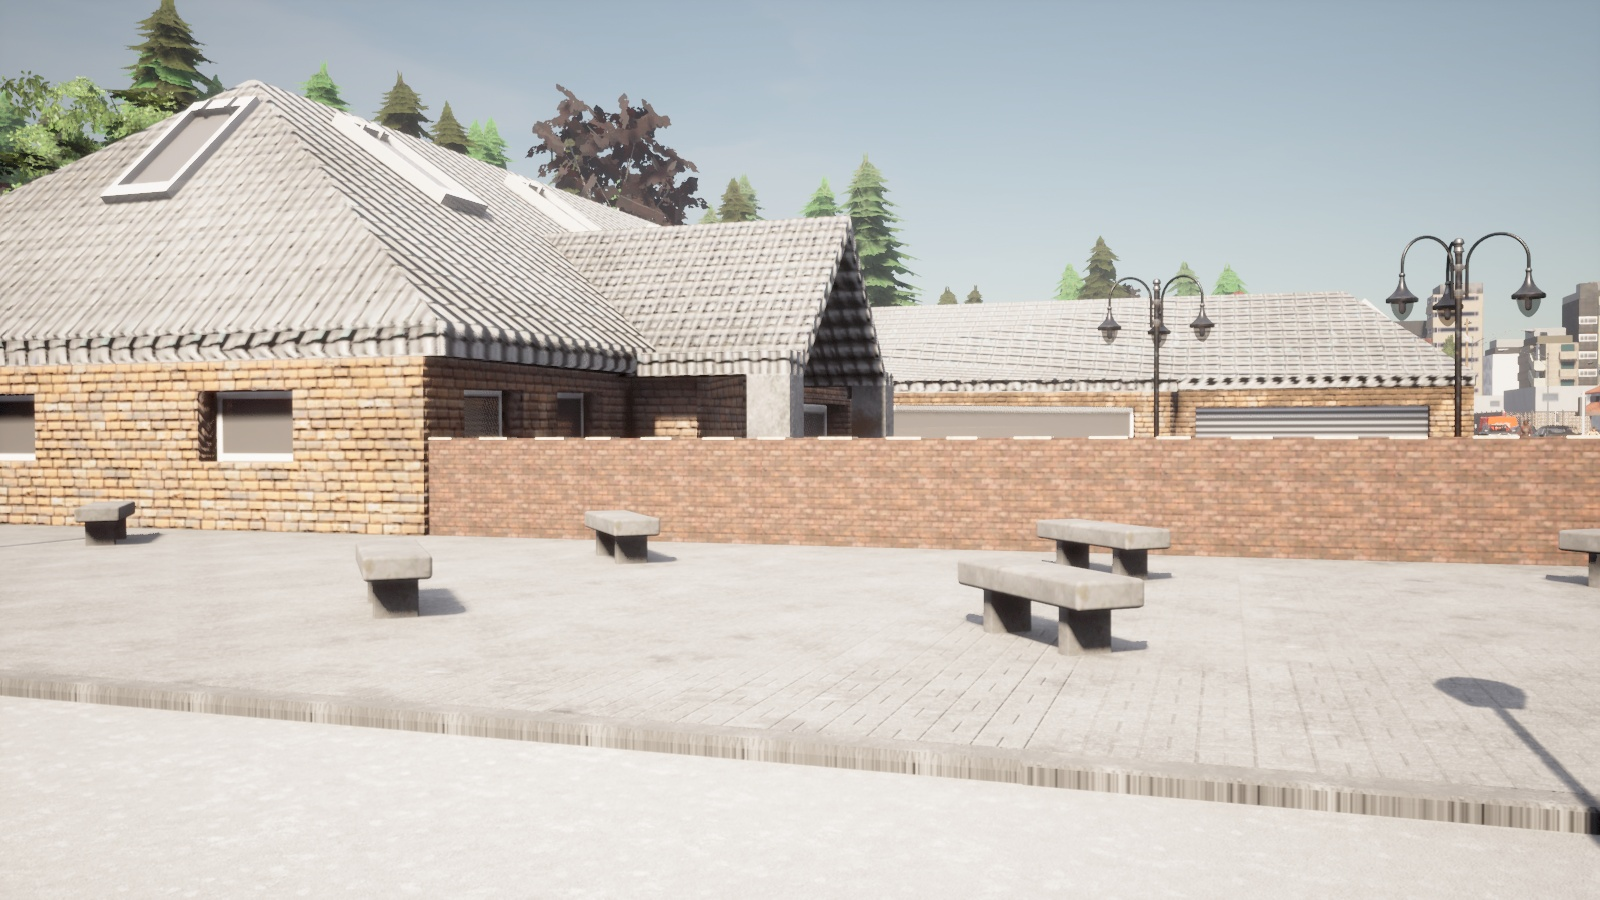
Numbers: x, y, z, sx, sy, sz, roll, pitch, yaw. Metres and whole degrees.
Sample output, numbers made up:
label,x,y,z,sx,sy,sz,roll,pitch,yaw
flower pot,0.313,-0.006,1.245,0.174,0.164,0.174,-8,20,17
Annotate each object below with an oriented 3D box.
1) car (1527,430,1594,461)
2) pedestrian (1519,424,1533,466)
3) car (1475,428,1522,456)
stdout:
label,x,y,z,sx,sy,sz,roll,pitch,yaw
car,42.305,-0.283,69.944,2.242,1.667,4.611,1,1,19
pedestrian,32.141,-0.229,55.632,0.328,1.805,0.869,1,1,17
car,47.647,-0.543,85.754,1.932,1.855,4.605,1,1,18
